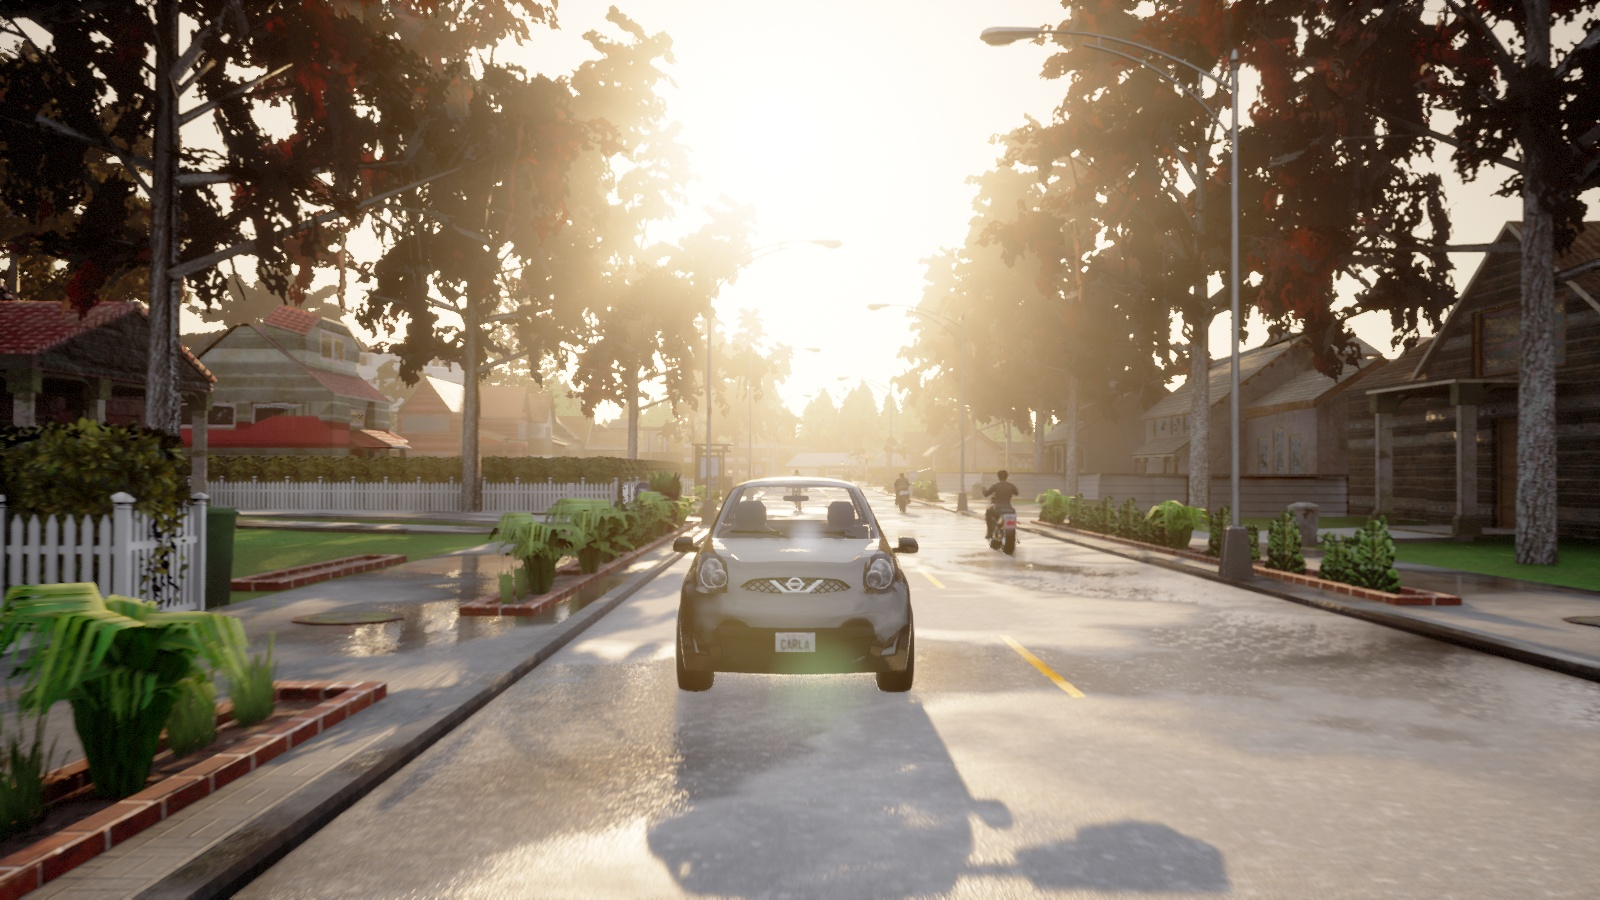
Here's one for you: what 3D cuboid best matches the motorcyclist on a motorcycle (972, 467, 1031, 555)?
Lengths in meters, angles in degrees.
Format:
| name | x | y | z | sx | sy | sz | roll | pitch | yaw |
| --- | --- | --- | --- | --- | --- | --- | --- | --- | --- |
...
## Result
| name | x | y | z | sx | sy | sz | roll | pitch | yaw |
| --- | --- | --- | --- | --- | --- | --- | --- | --- | --- |
| motorcyclist on a motorcycle | 3.939 | 1.163 | 24.709 | 0.766 | 1.649 | 2.350 | 0 | -1 | 0 |

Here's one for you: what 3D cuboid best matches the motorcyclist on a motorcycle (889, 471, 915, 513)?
| name | x | y | z | sx | sy | sz | roll | pitch | yaw |
| --- | --- | --- | --- | --- | --- | --- | --- | --- | --- |
| motorcyclist on a motorcycle | 3.883 | 1.581 | 47.778 | 0.797 | 1.523 | 2.044 | 0 | -1 | 0 |

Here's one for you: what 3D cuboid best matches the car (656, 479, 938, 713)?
| name | x | y | z | sx | sy | sz | roll | pitch | yaw |
| --- | --- | --- | --- | --- | --- | --- | --- | --- | --- |
| car | -0.025 | 0.997 | 10.052 | 1.845 | 1.501 | 3.633 | 0 | -1 | 0 |
